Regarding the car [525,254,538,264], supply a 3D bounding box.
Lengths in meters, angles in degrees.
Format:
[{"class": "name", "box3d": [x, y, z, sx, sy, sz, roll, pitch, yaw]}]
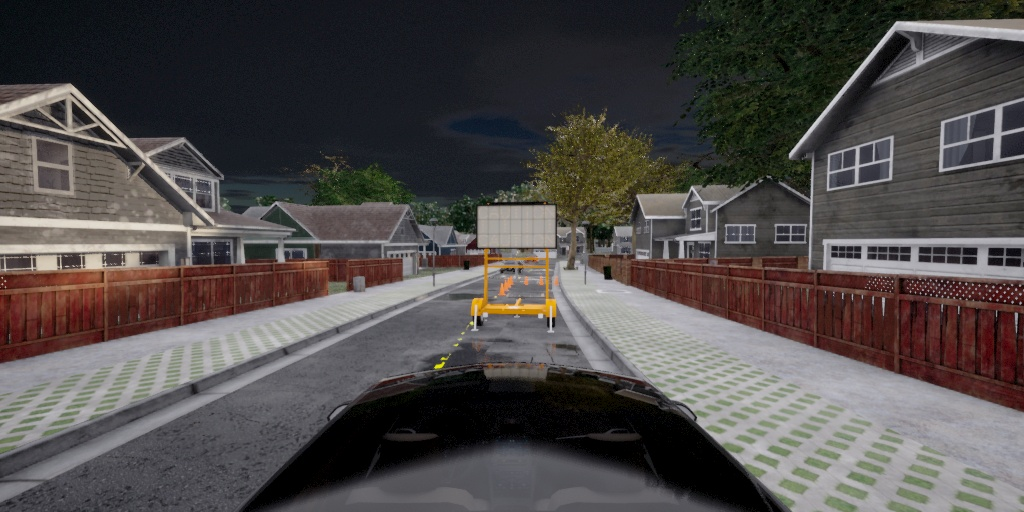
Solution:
[{"class": "car", "box3d": [3.402, 0.383, 61.870, 2.097, 1.767, 4.553, 0, 1, 7]}]

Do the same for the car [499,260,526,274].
[{"class": "car", "box3d": [-0.035, 1.053, 36.018, 1.994, 1.385, 4.181, 0, 1, 7]}]

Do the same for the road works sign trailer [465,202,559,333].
[{"class": "road works sign trailer", "box3d": [0.144, 0.191, 10.788, 2.380, 3.560, 2.880, 0, 0, 5]}]
